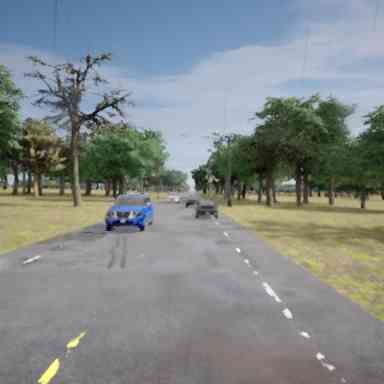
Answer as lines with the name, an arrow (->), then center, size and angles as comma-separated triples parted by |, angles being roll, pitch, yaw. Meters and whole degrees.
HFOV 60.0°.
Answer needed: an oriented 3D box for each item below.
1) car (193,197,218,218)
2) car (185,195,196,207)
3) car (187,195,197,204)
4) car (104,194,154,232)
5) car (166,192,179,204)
car -> 1.227, 1.431, 28.733 | 1.837, 1.490, 4.892 | 0, 0, 0
car -> 0.020, 1.395, 47.489 | 1.837, 1.490, 4.892 | 0, 1, 0
car -> 0.005, 1.385, 62.922 | 1.812, 1.442, 4.674 | 0, 0, 0
car -> -3.606, 1.167, 20.155 | 2.150, 2.045, 5.566 | 0, 0, 0
car -> -3.517, 1.084, 61.237 | 2.150, 2.045, 5.566 | 0, 0, 1
